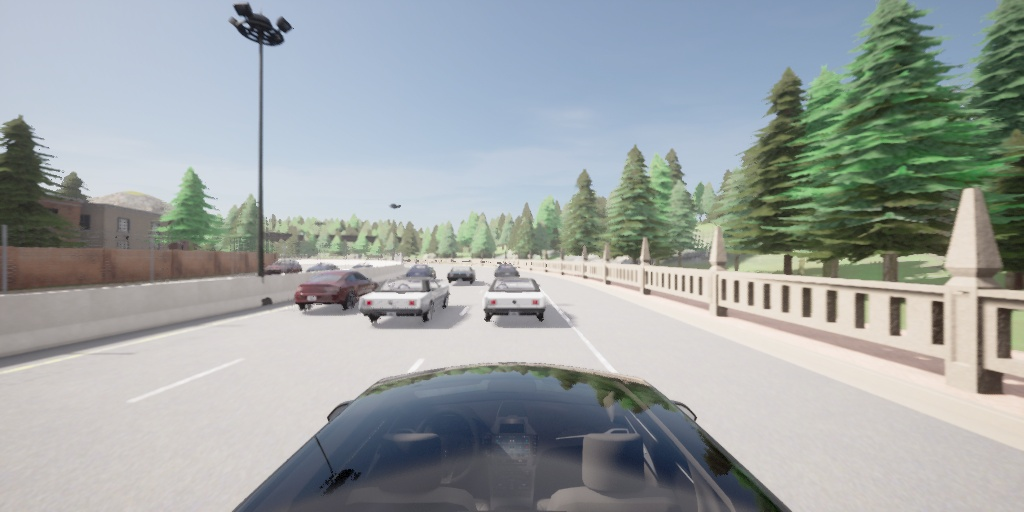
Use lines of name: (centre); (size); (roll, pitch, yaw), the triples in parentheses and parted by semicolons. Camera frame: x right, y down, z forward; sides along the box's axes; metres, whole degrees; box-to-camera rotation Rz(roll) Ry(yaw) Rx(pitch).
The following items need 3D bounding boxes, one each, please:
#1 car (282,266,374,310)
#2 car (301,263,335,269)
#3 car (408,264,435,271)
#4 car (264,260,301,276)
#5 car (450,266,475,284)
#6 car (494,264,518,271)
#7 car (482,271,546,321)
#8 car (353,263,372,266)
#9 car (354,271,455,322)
car: (-6.927, 1.305, 14.697); (1.812, 1.442, 4.674); (0, 0, 0)
car: (-19.188, 1.376, 36.643); (2.033, 1.411, 5.357); (0, 0, -10)
car: (-7.540, 1.377, 29.860); (1.994, 1.385, 4.181); (0, 0, -5)
car: (-22.615, 1.178, 35.604); (2.097, 1.767, 4.553); (0, 0, -11)
car: (-3.824, 1.409, 27.599); (1.895, 1.301, 4.718); (0, 0, -3)
car: (-0.527, 1.377, 29.905); (1.994, 1.385, 4.181); (0, 0, -5)
car: (0.079, 1.375, 12.598); (1.895, 1.301, 4.718); (0, 0, 0)
car: (-16.127, 1.397, 38.928); (1.994, 1.385, 4.181); (0, 0, -11)
car: (-3.422, 1.375, 12.429); (1.895, 1.301, 4.718); (0, 0, 0)
